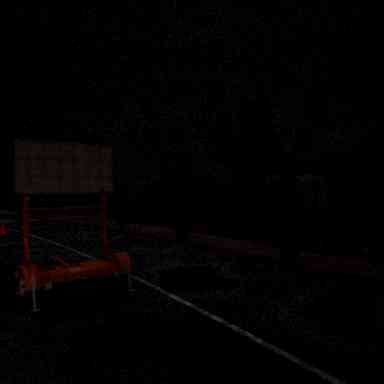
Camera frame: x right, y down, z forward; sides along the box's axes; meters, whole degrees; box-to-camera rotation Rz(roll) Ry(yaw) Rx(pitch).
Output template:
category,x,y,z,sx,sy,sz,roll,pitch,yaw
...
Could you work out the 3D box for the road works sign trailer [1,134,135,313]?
category,x,y,z,sx,sy,sz,roll,pitch,yaw
road works sign trailer,-3.058,0.489,8.049,2.380,3.560,2.880,-1,0,-38
